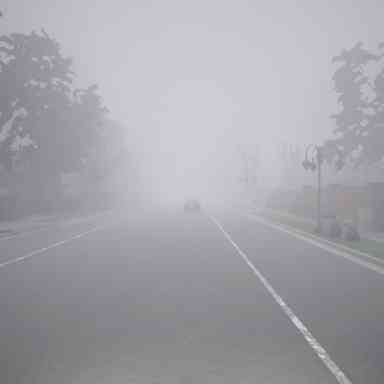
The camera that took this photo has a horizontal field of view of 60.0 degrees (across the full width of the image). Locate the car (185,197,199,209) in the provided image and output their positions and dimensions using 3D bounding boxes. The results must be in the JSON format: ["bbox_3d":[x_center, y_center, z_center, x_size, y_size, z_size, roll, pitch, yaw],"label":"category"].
[{"bbox_3d":[-0.020,1.503,46.423,1.812,1.442,4.674,0,0,0],"label":"car"}]

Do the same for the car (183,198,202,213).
[{"bbox_3d":[0.044,1.488,36.417,2.128,1.511,4.902,0,0,0],"label":"car"}]
